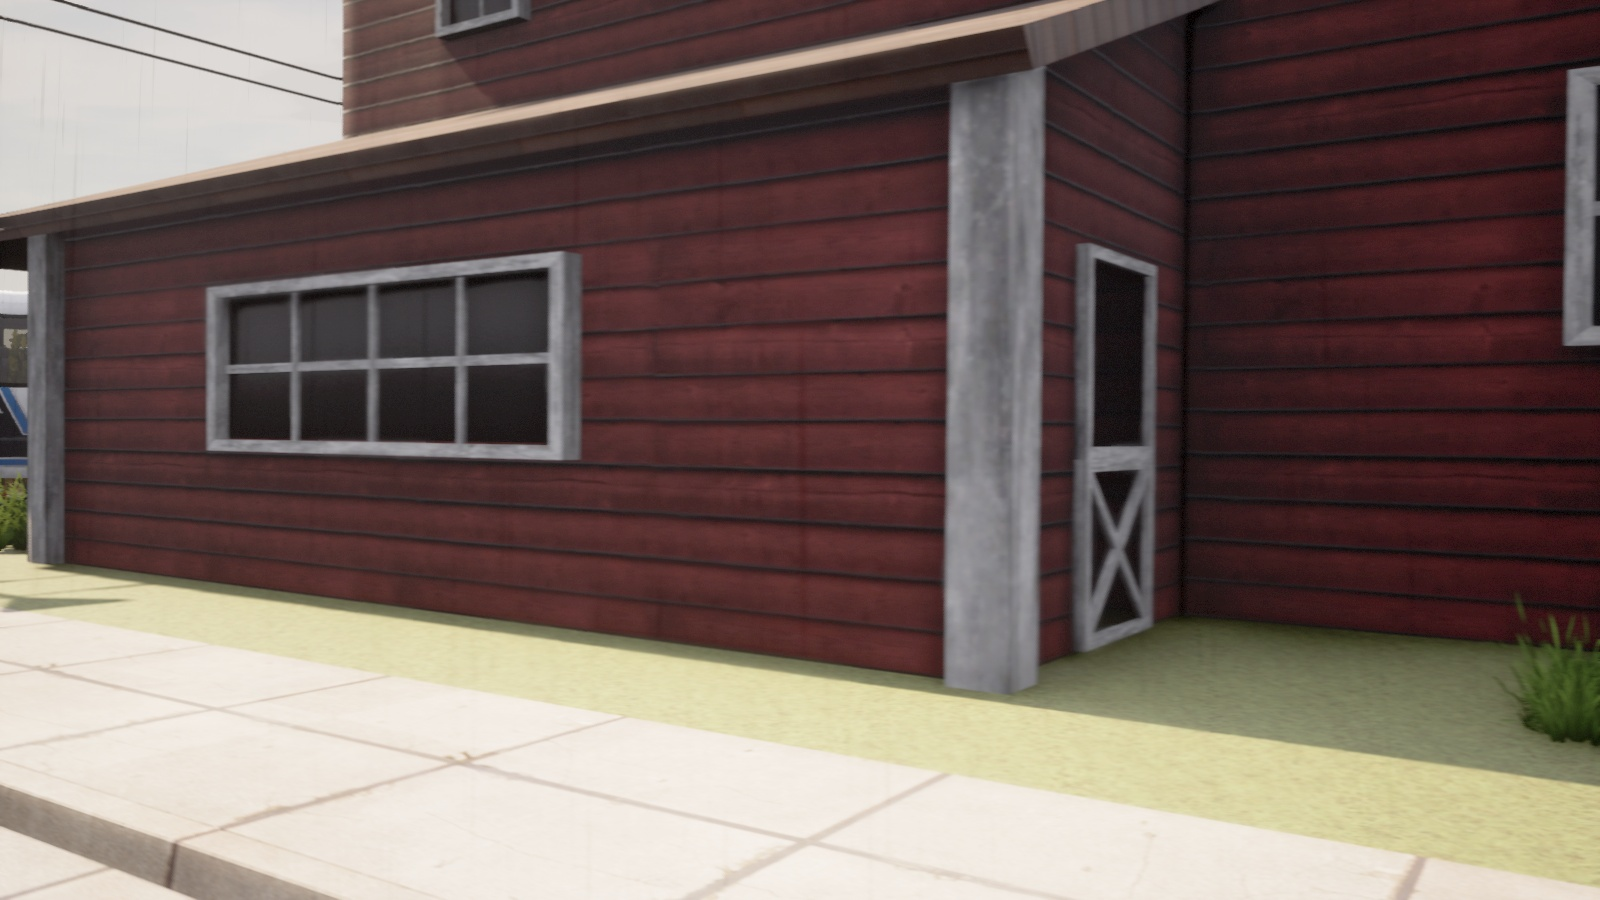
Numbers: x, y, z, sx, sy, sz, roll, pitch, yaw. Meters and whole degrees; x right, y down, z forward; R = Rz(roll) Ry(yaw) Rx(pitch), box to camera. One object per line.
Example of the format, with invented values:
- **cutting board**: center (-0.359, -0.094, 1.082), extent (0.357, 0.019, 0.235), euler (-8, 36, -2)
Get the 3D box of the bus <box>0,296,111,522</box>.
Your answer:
- **bus**: center (-18.609, -0.702, 22.397), extent (3.944, 4.253, 10.273), euler (0, 1, 41)
